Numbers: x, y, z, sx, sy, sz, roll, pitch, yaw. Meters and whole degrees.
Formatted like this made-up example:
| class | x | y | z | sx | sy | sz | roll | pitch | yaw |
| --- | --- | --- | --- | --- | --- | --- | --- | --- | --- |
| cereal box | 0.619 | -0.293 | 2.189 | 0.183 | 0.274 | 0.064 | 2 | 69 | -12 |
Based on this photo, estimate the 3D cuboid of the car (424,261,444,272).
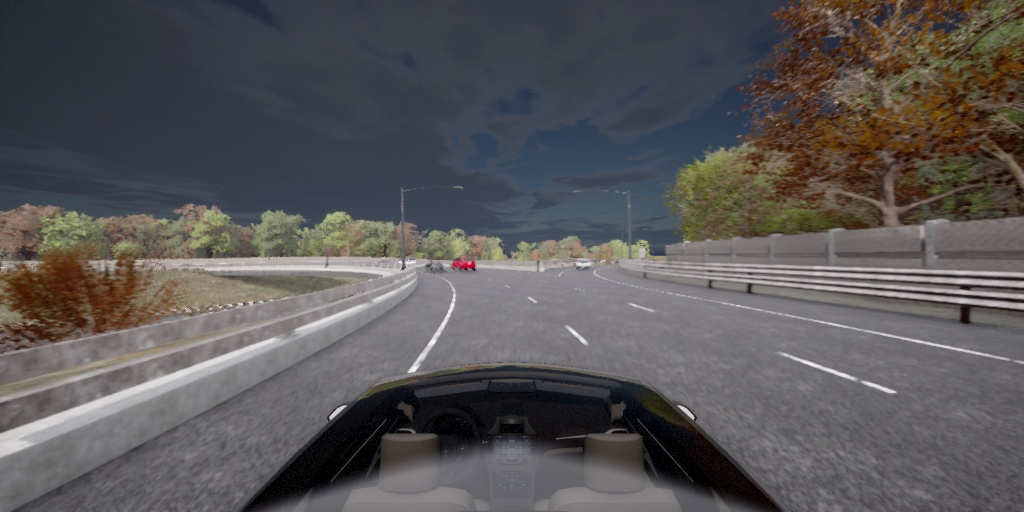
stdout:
| class | x | y | z | sx | sy | sz | roll | pitch | yaw |
| --- | --- | --- | --- | --- | --- | --- | --- | --- | --- |
| car | -10.615 | 1.424 | 48.702 | 2.128 | 1.511 | 4.902 | -1 | 0 | -26 |

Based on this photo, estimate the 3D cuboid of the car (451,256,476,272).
| class | x | y | z | sx | sy | sz | roll | pitch | yaw |
| --- | --- | --- | --- | --- | --- | --- | --- | --- | --- |
| car | -6.601 | 1.077 | 48.567 | 2.150 | 2.045 | 5.566 | -1 | 0 | -25 |

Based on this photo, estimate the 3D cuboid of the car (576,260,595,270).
| class | x | y | z | sx | sy | sz | roll | pitch | yaw |
| --- | --- | --- | --- | --- | --- | --- | --- | --- | --- |
| car | 9.879 | 1.140 | 48.133 | 1.895 | 1.301 | 4.718 | -1 | 0 | 20 |
